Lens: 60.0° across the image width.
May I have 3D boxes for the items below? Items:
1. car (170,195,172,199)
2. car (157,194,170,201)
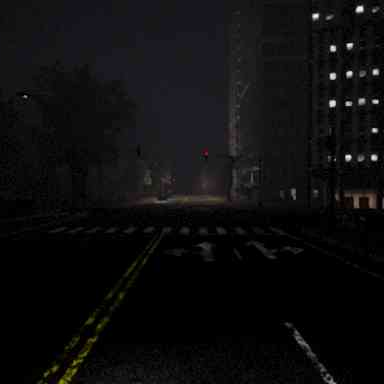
[{"bbox_3d":[-6.508,1.197,90.629,1.994,1.385,4.181,0,0,0],"label":"car"},{"bbox_3d":[-6.506,1.312,72.657,1.895,1.301,4.718,0,0,0],"label":"car"}]
